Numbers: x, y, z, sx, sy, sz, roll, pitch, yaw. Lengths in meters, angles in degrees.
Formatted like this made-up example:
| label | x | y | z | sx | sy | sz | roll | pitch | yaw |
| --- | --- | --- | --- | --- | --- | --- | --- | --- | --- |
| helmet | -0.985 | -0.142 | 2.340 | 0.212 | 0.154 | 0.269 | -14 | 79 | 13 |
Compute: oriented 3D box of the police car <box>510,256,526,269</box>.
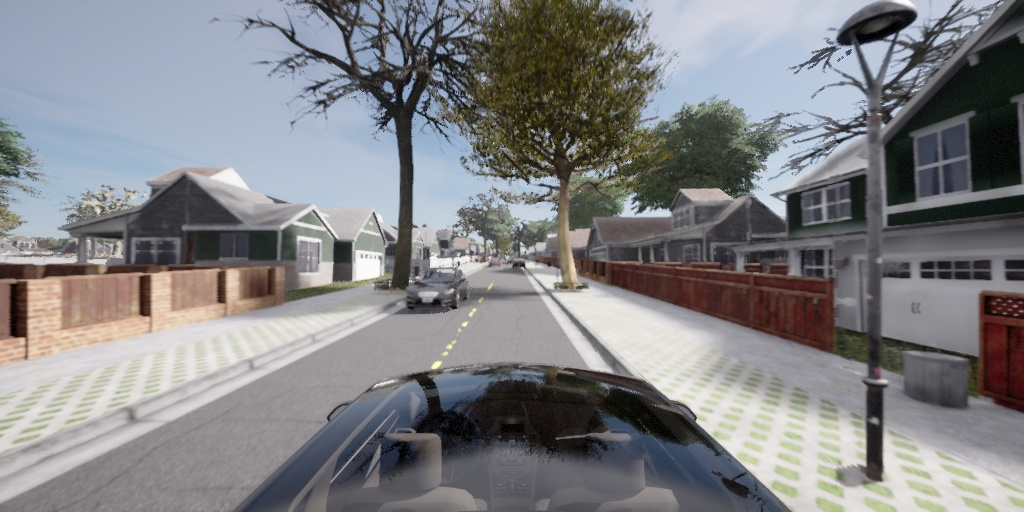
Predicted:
| label | x | y | z | sx | sy | sz | roll | pitch | yaw |
| --- | --- | --- | --- | --- | --- | --- | --- | --- | --- |
| police car | 0.967 | 0.960 | 50.858 | 1.930 | 1.638 | 5.238 | 0 | 0 | 0 |

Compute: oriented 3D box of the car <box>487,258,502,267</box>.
| label | x | y | z | sx | sy | sz | roll | pitch | yaw |
| --- | --- | --- | --- | --- | --- | --- | --- | --- | --- |
| car | -2.790 | 1.019 | 57.680 | 1.812 | 1.442 | 4.674 | 0 | 0 | 1 |

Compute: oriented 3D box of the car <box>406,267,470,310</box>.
| label | x | y | z | sx | sy | sz | roll | pitch | yaw |
| --- | --- | --- | --- | --- | --- | --- | --- | --- | --- |
| car | -2.846 | 1.208 | 14.551 | 2.128 | 1.511 | 4.902 | 0 | 0 | 0 |
